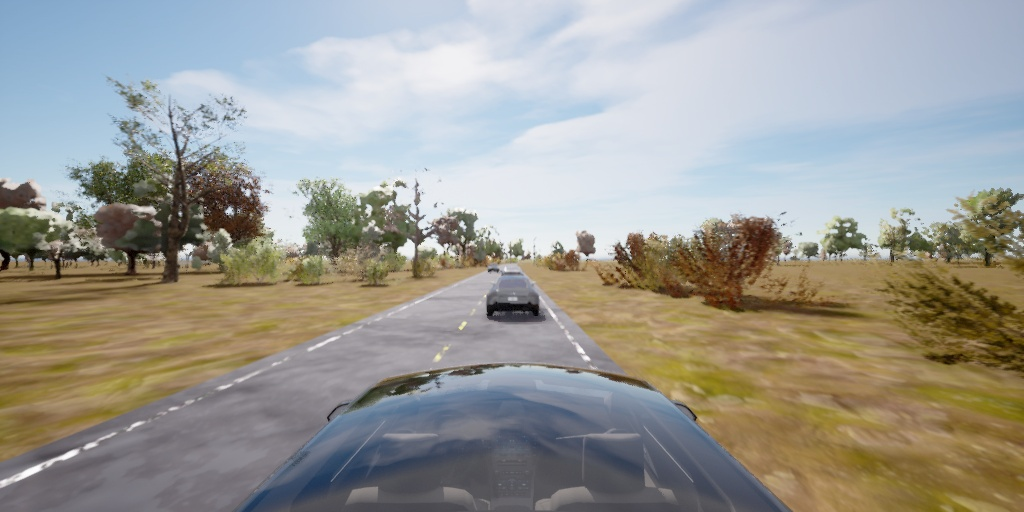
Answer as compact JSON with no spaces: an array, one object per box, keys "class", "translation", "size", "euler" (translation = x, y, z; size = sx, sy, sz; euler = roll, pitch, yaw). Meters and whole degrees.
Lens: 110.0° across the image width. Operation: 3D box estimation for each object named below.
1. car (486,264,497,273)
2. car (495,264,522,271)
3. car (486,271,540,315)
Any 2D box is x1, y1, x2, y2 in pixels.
[{"class":"car","translation":[-3.066,2.005,59.289],"size":[1.837,1.490,4.892],"euler":[0,-1,0]},{"class":"car","translation":[0.038,1.599,29.128],"size":[2.128,1.511,4.902],"euler":[0,-1,0]},{"class":"car","translation":[0.045,1.481,14.423],"size":[1.994,1.385,4.181],"euler":[0,-1,1]}]
